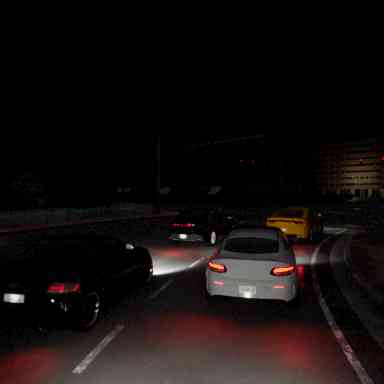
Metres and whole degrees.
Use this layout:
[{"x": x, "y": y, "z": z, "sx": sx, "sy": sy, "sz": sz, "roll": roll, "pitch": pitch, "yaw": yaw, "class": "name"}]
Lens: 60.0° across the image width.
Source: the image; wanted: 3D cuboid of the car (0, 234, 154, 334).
[{"x": -2.267, "y": 1.564, "z": 6.962, "sx": 1.994, "sy": 1.385, "sz": 4.181, "roll": 0, "pitch": 0, "yaw": 11, "class": "car"}]

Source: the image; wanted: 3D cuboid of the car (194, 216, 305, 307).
[{"x": 1.525, "y": 1.525, "z": 7.989, "sx": 1.812, "sy": 1.442, "sz": 4.674, "roll": 0, "pitch": 0, "yaw": 14, "class": "car"}]

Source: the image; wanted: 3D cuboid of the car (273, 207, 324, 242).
[{"x": 5.210, "y": 1.477, "z": 16.499, "sx": 1.882, "sy": 1.535, "sz": 5.008, "roll": 0, "pitch": 0, "yaw": 30, "class": "car"}]

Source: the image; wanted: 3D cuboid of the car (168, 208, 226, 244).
[{"x": 0.611, "y": 1.504, "z": 15.397, "sx": 1.837, "sy": 1.490, "sz": 4.892, "roll": 0, "pitch": 0, "yaw": 23, "class": "car"}]
